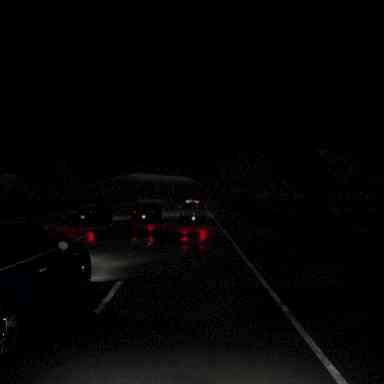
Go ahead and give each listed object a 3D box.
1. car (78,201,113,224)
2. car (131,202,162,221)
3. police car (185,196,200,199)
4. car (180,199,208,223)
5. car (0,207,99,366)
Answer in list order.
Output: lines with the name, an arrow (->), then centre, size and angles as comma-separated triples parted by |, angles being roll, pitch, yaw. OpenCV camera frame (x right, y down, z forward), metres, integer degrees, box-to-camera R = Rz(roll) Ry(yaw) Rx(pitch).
car -> -6.897, 1.385, 23.287 | 1.812, 1.442, 4.674 | 0, 0, 0
car -> -3.398, 1.446, 25.705 | 1.895, 1.301, 4.718 | 0, 0, 0
police car -> 0.096, 1.259, 41.329 | 2.038, 1.542, 4.974 | 0, 0, 0
car -> 0.102, 1.455, 24.187 | 1.895, 1.301, 4.718 | 0, 0, 0
car -> -3.399, 1.316, 5.906 | 2.097, 1.767, 4.553 | 0, 0, 0
